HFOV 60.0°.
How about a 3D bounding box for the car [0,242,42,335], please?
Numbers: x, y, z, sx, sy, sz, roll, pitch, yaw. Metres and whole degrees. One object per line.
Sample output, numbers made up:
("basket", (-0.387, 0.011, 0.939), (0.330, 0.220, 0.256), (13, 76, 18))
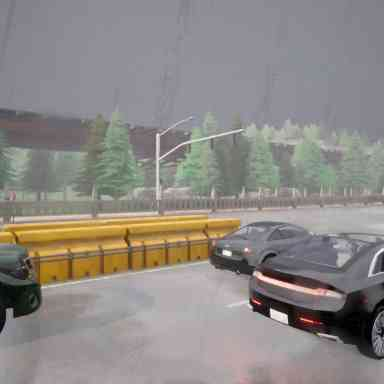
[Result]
("car", (-5.079, 1.221, 4.429), (5.566, 2.045, 2.150), (0, 0, -35))

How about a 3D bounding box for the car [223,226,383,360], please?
("car", (3.157, 1.492, 5.985), (4.902, 1.511, 2.128), (0, 0, -36))

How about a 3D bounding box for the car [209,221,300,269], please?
("car", (2.547, 1.564, 9.846), (4.181, 1.385, 1.994), (0, 0, -36))
